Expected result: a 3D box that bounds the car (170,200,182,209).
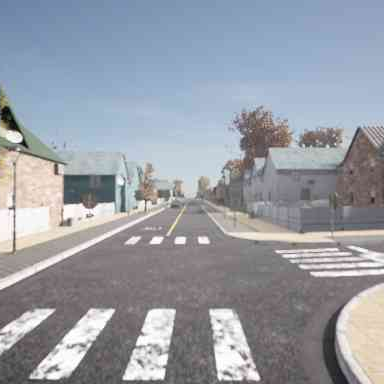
[{"bbox_3d":[-2.766,2.170,59.078,1.837,1.490,4.892,0,-1,0],"label":"car"}]
